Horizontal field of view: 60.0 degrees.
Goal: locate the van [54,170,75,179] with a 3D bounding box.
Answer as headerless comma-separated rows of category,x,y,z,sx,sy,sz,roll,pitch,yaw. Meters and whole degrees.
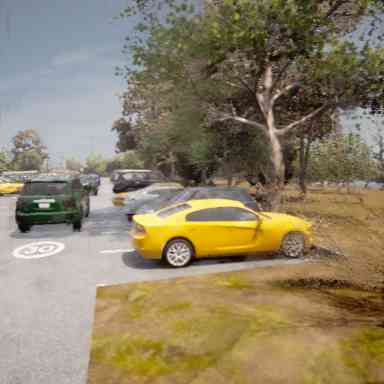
van,-30.946,-4.204,80.906,4.442,1.987,1.878,-2,3,-14

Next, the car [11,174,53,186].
car,-22.029,-1.643,46.045,4.792,1.488,2.163,-2,4,-14

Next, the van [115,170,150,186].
van,-7.832,-1.874,43.807,4.442,1.987,1.878,-2,4,-14

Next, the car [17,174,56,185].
car,-22.708,-1.827,48.731,4.792,1.488,2.163,-2,4,-14

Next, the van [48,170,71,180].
van,-28.912,-3.729,72.861,4.442,1.987,1.878,-2,4,-14

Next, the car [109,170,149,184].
car,-9.328,-2.261,49.129,5.566,2.045,2.435,-2,4,-14

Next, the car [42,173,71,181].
car,-27.443,-3.140,67.533,5.008,1.535,2.097,-2,4,-14

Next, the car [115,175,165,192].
car,-5.234,-0.874,33.216,4.792,1.488,2.163,-2,5,-14

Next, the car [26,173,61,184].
car,-24.033,-2.223,54.108,4.892,1.521,2.231,-2,4,-14

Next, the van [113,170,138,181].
van,-12.609,-3.162,62.686,4.442,1.987,1.878,-2,4,-14

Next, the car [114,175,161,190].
car,-5.880,-1.060,35.768,4.792,1.488,2.163,-2,4,-14

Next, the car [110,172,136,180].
car,-14.051,-3.292,67.911,5.008,1.535,2.097,-2,4,-14

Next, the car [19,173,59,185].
car,-23.540,-2.038,51.376,5.366,1.575,1.946,-2,4,-14

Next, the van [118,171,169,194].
van,-4.473,-0.930,30.538,4.442,1.987,1.878,-2,5,-14

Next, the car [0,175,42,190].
car,-19.933,-1.095,38.003,4.792,1.488,2.163,-2,4,-14

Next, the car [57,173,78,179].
car,-32.217,-4.229,86.319,4.792,1.488,2.163,-2,3,-14

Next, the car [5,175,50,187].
car,-21.349,-1.460,43.360,4.792,1.488,2.163,-2,4,-14

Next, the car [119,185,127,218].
car,-0.513,0.577,14.337,4.792,1.488,2.163,-2,5,-14

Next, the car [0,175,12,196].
car,-17.455,-0.359,27.336,5.366,1.575,1.946,-2,5,-14

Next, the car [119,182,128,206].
car,-1.165,0.380,17.022,4.674,1.452,2.002,-2,5,-14

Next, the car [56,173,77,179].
car,-31.506,-4.080,83.638,4.674,1.452,2.002,-2,3,-14

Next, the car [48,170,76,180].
car,-29.451,-3.941,75.580,5.566,2.045,2.435,-2,4,-14

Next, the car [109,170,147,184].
car,-10.006,-2.444,51.809,5.566,2.045,2.435,-2,4,-14

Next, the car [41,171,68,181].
car,-26.789,-3.081,64.832,4.553,1.767,2.185,-2,4,-14

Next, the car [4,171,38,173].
car,-19.254,-1.064,35.310,4.553,1.767,2.185,-2,4,-14

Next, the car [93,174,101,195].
car,-9.386,-0.701,29.347,2.097,1.767,4.553,-2,5,-14

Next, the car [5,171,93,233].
car,-5.645,0.351,14.038,2.150,2.045,5.566,-1,5,-12

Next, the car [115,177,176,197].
car,-3.903,-0.458,27.725,4.792,1.488,2.163,-2,5,-14

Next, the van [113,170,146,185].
van,-8.736,-2.051,46.430,4.442,1.987,1.878,-2,4,-14

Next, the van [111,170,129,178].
van,-18.225,-4.539,83.935,4.442,1.987,1.878,-2,3,-14

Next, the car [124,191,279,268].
car,0.837,0.951,9.104,5.008,1.535,2.097,-2,5,-14

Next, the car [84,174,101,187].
car,-12.887,-1.560,43.202,1.882,1.535,5.008,-2,5,-14

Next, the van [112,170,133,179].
van,-15.322,-3.894,73.405,4.442,1.987,1.878,-2,4,-14

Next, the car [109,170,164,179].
car,-3.172,-0.532,25.040,5.566,2.045,2.435,-2,5,-14

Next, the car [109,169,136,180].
car,-14.784,-3.733,70.688,5.566,2.045,2.435,-2,4,-14

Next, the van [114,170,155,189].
van,-6.690,-1.498,38.378,4.442,1.987,1.878,-2,4,-14

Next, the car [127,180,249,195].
car,0.193,0.618,11.782,4.553,1.767,2.185,-2,5,-14

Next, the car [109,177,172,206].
car,-2.021,0.135,19.652,5.366,1.575,1.946,-2,5,-14

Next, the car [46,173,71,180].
car,-28.114,-3.283,70.223,4.674,1.452,2.002,-2,4,-14

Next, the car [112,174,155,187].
car,-7.260,-1.463,41.116,5.008,1.535,2.097,-2,4,-14

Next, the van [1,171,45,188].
van,-20.531,-1.535,40.692,4.442,1.987,1.878,-2,4,-14

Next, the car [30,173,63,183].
car,-24.725,-2.406,56.791,4.892,1.521,2.231,-2,4,-14
